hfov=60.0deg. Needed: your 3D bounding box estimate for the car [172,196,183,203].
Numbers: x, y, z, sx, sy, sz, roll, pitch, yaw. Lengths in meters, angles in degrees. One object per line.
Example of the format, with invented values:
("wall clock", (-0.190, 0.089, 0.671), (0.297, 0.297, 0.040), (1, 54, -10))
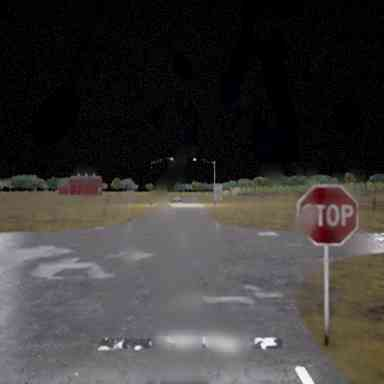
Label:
("car", (-2.849, 1.473, 65.592), (1.994, 1.385, 4.181), (0, 0, 0))
